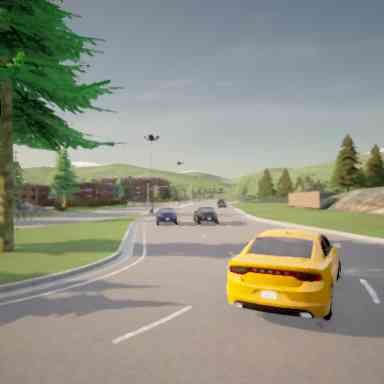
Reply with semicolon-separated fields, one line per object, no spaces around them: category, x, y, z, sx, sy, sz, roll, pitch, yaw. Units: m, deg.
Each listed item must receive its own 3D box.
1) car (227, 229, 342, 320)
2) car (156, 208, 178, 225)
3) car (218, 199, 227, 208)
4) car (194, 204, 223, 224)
car;2.375;1.612;7.855;1.882;1.535;5.008;0;-1;26
car;-2.255;2.145;30.349;1.812;1.442;4.674;-1;-1;-5
car;6.915;2.893;74.230;2.033;1.411;5.357;-1;-1;4
car;1.254;2.102;30.214;1.812;1.442;4.674;-1;-1;-5
